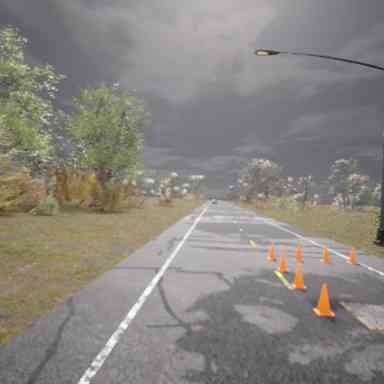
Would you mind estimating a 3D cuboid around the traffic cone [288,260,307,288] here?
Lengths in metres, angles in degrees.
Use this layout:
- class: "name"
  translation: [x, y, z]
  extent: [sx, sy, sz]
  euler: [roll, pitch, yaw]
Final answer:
- class: "traffic cone"
  translation: [2.824, 2.192, 8.782]
  extent: [0.340, 0.580, 0.340]
  euler: [2, -1, 4]

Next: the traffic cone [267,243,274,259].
- class: "traffic cone"
  translation: [3.083, 2.254, 12.773]
  extent: [0.340, 0.580, 0.340]
  euler: [2, -1, 4]

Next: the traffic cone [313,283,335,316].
- class: "traffic cone"
  translation: [2.694, 2.161, 6.787]
  extent: [0.340, 0.580, 0.340]
  euler: [2, -1, 4]

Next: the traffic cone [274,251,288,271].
- class: "traffic cone"
  translation: [2.953, 2.223, 10.778]
  extent: [0.340, 0.580, 0.340]
  euler: [2, -1, 4]

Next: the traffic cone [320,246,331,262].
- class: "traffic cone"
  translation: [5.076, 2.341, 12.643]
  extent: [0.340, 0.580, 0.340]
  euler: [2, -1, 4]

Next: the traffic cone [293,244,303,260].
- class: "traffic cone"
  translation: [4.079, 2.297, 12.708]
  extent: [0.340, 0.580, 0.340]
  euler: [2, -1, 4]

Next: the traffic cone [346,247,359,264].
- class: "traffic cone"
  translation: [6.073, 2.384, 12.577]
  extent: [0.340, 0.580, 0.340]
  euler: [2, -1, 4]
